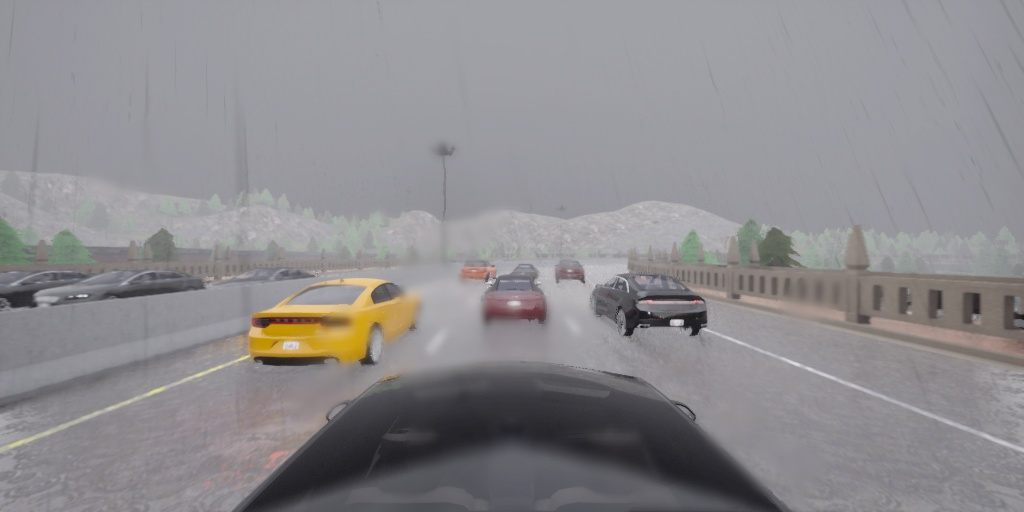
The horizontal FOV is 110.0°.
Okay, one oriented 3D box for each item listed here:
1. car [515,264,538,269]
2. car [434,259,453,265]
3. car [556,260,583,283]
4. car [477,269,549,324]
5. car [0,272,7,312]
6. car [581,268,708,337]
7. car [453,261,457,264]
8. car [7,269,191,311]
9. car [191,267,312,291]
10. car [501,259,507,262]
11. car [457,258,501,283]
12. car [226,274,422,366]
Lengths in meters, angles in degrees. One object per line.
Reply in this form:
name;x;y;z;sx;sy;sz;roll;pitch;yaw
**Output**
car;1.145;1.312;29.236;1.994;1.385;4.181;0;0;8
car;-10.207;1.235;55.269;2.128;1.511;4.902;0;0;21
car;4.536;1.100;28.183;2.097;1.767;4.553;0;0;7
car;0.102;1.313;11.971;1.994;1.385;4.181;0;0;0
car;-17.531;1.239;13.049;2.128;1.511;4.902;0;0;1
car;3.599;1.241;10.247;2.128;1.511;4.902;0;0;0
car;-6.634;1.096;54.871;2.097;1.767;4.553;0;0;22
car;-14.031;1.239;13.227;2.128;1.511;4.902;0;0;1
car;-10.505;1.240;15.524;2.128;1.511;4.902;0;0;1
car;-2.012;1.222;56.849;1.882;1.535;5.008;0;0;24
car;-2.498;1.099;28.289;2.097;1.767;4.553;0;0;7
car;-3.401;1.227;7.997;1.882;1.535;5.008;0;0;0
